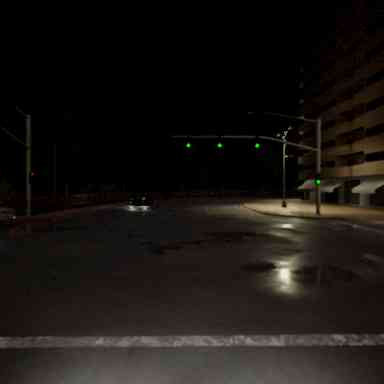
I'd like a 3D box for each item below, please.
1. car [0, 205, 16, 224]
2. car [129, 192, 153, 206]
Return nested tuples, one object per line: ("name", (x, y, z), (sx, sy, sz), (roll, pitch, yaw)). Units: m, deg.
("car", (-13.328, 1.340, 20.272), (4.674, 1.442, 1.812), (0, 2, -11))
("car", (-6.514, 0.828, 43.004), (2.097, 1.767, 4.553), (0, 1, 7))
